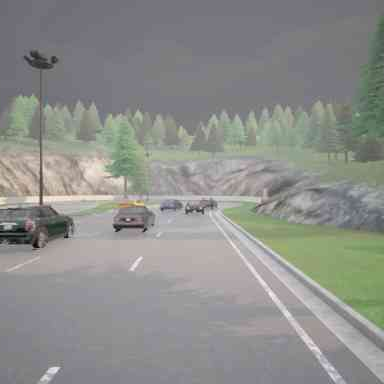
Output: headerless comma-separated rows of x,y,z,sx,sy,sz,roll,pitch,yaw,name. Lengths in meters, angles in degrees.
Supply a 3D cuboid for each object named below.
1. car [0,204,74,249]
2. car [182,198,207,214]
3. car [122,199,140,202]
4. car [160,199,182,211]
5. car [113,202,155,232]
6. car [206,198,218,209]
-6.900,1.352,14.646,2.097,1.767,4.553,0,0,0,car
0.341,1.601,34.364,1.895,1.301,4.718,0,0,3,car
-6.527,1.478,36.133,1.882,1.535,5.008,0,0,4,car
-2.405,1.547,40.431,2.033,1.411,5.357,0,0,11,car
-3.398,1.547,20.219,2.033,1.411,5.357,0,0,0,car
2.216,1.492,44.518,2.128,1.511,4.902,0,0,14,car
